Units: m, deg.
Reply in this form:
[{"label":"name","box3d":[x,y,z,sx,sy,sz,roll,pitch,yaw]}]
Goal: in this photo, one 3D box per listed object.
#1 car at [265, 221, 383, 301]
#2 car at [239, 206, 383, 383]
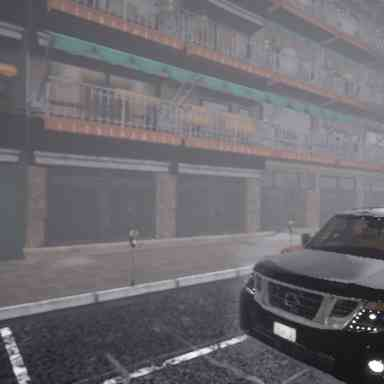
[{"label":"car","box3d":[4.291,1.642,9.155,4.507,1.381,1.887,1,0,-36]},{"label":"car","box3d":[3.317,1.285,5.441,5.566,2.045,2.150,1,0,-36]}]
